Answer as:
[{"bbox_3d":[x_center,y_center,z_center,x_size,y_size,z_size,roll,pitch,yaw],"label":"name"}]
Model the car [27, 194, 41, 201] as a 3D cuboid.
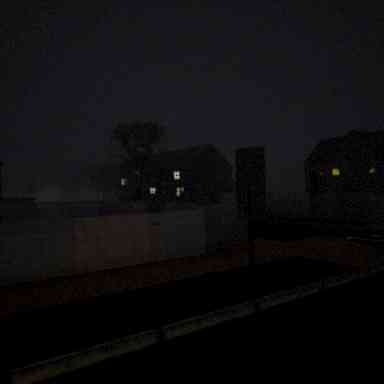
[{"bbox_3d":[-39.862,1.707,84.598,1.882,1.535,5.008,-3,1,-34],"label":"car"}]
